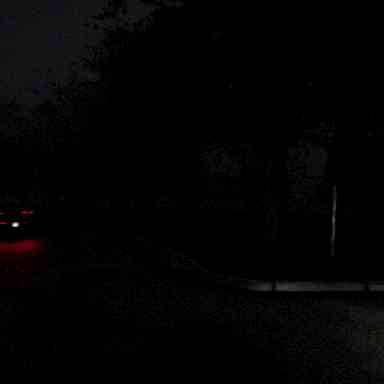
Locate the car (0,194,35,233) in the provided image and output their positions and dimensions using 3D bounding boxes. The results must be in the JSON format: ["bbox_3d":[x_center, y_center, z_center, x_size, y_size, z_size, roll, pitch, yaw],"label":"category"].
[{"bbox_3d":[-8.200,0.842,13.783,4.892,1.490,1.837,3,1,43],"label":"car"}]
